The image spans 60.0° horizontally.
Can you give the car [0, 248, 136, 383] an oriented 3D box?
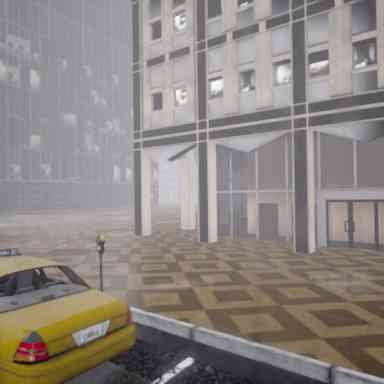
[{"bbox_3d":[-2.988,1.526,5.021,4.829,1.417,1.752,0,-1,36],"label":"car"}]
